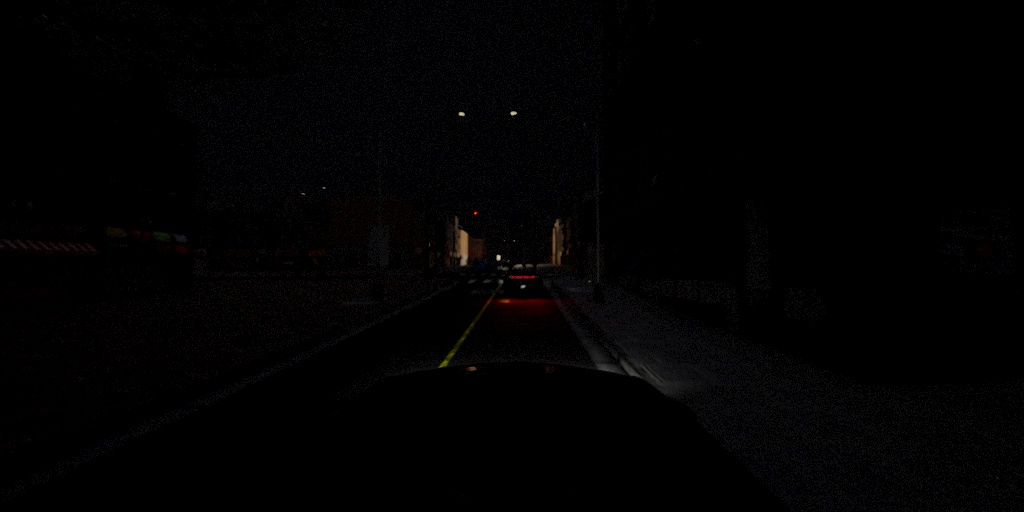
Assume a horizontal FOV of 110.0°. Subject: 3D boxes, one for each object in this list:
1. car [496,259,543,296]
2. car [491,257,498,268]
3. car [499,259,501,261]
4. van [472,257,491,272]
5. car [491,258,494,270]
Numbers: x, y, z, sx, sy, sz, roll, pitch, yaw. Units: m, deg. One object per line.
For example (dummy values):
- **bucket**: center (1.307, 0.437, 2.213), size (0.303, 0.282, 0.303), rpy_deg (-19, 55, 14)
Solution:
- **car**: center (0.563, 1.103, 18.188), size (2.128, 1.511, 4.902), rpy_deg (0, 1, 2)
- **car**: center (-3.769, 1.091, 52.991), size (2.192, 1.841, 5.009), rpy_deg (0, 0, 2)
- **car**: center (-3.444, 1.440, 63.565), size (1.888, 1.381, 4.507), rpy_deg (0, 0, 2)
- **van**: center (-4.023, 1.031, 44.690), size (1.690, 1.789, 3.998), rpy_deg (0, 0, 2)
- **car**: center (-3.922, 1.275, 48.008), size (2.007, 1.370, 4.403), rpy_deg (0, 0, 2)
